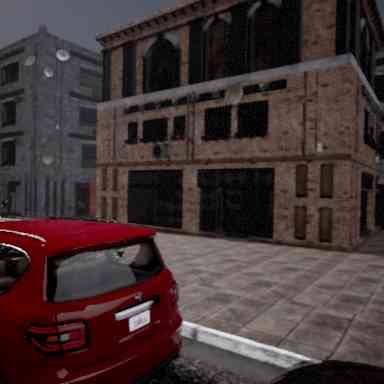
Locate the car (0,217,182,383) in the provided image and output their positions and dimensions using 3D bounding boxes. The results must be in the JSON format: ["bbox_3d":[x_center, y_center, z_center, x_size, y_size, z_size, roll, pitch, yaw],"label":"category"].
[{"bbox_3d":[-2.442,1.287,4.550,5.009,1.841,2.192,0,1,35],"label":"car"}]

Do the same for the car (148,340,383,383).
[{"bbox_3d":[2.104,1.573,1.318,4.313,1.339,1.947,0,1,35],"label":"car"}]
